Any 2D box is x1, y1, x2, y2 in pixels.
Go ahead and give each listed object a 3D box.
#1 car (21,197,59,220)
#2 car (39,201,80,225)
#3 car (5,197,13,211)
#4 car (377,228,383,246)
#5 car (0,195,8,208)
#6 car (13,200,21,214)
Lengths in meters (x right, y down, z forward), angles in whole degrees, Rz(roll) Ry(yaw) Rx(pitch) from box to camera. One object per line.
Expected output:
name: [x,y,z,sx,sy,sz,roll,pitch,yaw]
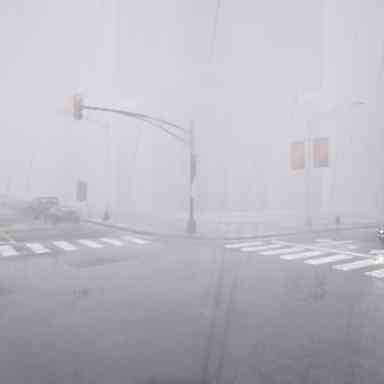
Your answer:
car: [-12.614,1.303,28.290,2.192,1.841,5.009,1,0,-36]
car: [-9.270,1.584,23.750,1.802,1.307,4.206,1,0,-36]
car: [-19.307,1.532,37.365,1.947,1.339,4.313,1,0,-36]
car: [10.409,1.830,15.109,4.718,1.301,1.895,1,-1,-36]
car: [-26.000,1.495,46.442,1.887,1.381,4.507,1,0,-36]
car: [-15.962,1.543,32.827,1.947,1.339,4.313,1,0,-36]
